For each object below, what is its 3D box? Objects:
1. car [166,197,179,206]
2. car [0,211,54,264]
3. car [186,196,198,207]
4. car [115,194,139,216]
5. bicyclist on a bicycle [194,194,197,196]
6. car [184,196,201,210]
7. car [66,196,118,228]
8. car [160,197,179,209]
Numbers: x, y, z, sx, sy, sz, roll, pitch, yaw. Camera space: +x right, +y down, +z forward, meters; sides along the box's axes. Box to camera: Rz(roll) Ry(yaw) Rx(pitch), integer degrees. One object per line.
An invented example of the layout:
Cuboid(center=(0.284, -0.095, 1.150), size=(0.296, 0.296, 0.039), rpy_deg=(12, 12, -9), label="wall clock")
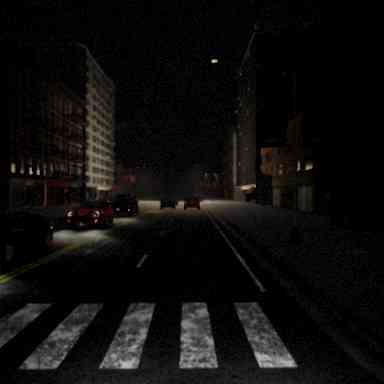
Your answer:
Cuboid(center=(-3.158, 1.561, 54.018), size=(1.895, 1.301, 4.718), rpy_deg=(0, 0, 0), label="car")
Cuboid(center=(-6.598, 1.495, 11.879), size=(1.837, 1.490, 4.892), rpy_deg=(0, 0, 0), label="car")
Cuboid(center=(0.007, 1.440, 52.453), size=(1.882, 1.535, 5.008), rpy_deg=(0, 0, 0), label="car")
Cuboid(center=(-6.587, 1.197, 32.457), size=(2.150, 2.045, 5.566), rpy_deg=(0, 0, 0), label="car")
Cuboid(center=(0.905, 1.310, 85.348), size=(0.659, 1.776, 1.843), rpy_deg=(0, 0, 0), label="bicyclist on a bicycle")
Cuboid(center=(0.006, 1.322, 42.421), size=(2.097, 1.767, 4.553), rpy_deg=(0, 0, 0), label="car")
Cuboid(center=(-6.600, 1.335, 21.972), size=(2.097, 1.767, 4.553), rpy_deg=(0, 0, -1), label="car")
Cuboid(center=(-3.145, 1.445, 43.864), size=(1.882, 1.535, 5.008), rpy_deg=(0, 0, 0), label="car")
